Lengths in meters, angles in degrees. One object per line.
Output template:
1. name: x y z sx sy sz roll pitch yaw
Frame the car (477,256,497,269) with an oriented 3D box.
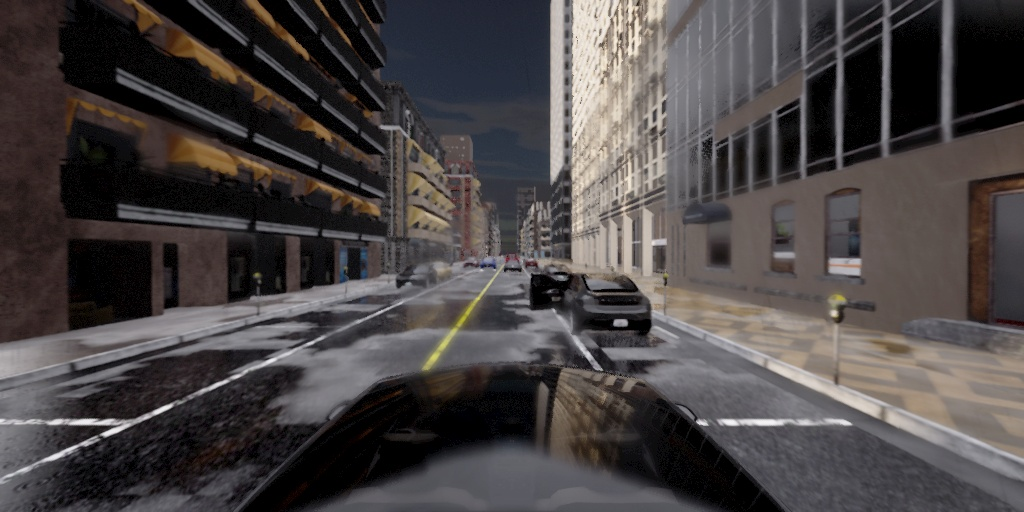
1. car: -3.020 0.918 46.909 1.882 1.535 5.008 0 0 0

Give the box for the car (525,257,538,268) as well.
1. car: 2.692 0.964 50.231 1.888 1.381 4.507 0 0 0

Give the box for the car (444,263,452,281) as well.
1. car: -5.690 1.093 27.468 1.751 1.417 4.829 0 0 0

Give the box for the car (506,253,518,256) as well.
1. car: 0.005 0.630 52.036 2.150 2.045 5.566 0 1 0

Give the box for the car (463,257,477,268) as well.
1. car: -5.688 0.858 50.231 1.967 1.591 4.097 0 0 0

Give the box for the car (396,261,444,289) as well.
1. car: -5.690 1.172 21.989 1.948 1.339 4.313 0 0 0

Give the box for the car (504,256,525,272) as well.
1. car: 0.086 1.047 40.388 1.994 1.385 4.181 0 0 0

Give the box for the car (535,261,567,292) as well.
1. car: 2.691 1.173 21.989 1.948 1.339 4.313 0 0 0

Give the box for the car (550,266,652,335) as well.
1. car: 2.355 1.194 10.198 1.837 1.490 4.892 0 0 0
